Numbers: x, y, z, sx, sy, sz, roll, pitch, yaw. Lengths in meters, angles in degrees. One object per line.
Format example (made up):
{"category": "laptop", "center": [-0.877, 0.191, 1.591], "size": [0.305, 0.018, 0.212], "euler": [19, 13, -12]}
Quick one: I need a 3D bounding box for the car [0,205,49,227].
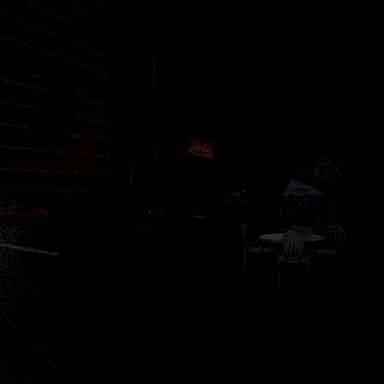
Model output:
{"category": "car", "center": [-13.971, 1.809, 26.413], "size": [1.882, 1.535, 5.008], "euler": [-1, 0, 36]}

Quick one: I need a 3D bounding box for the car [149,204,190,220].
{"category": "car", "center": [-2.038, 1.792, 30.711], "size": [1.812, 1.442, 4.674], "euler": [-1, 0, 35]}

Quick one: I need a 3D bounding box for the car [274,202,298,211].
{"category": "car", "center": [12.975, 1.845, 45.716], "size": [1.895, 1.301, 4.718], "euler": [-1, 0, 36]}
